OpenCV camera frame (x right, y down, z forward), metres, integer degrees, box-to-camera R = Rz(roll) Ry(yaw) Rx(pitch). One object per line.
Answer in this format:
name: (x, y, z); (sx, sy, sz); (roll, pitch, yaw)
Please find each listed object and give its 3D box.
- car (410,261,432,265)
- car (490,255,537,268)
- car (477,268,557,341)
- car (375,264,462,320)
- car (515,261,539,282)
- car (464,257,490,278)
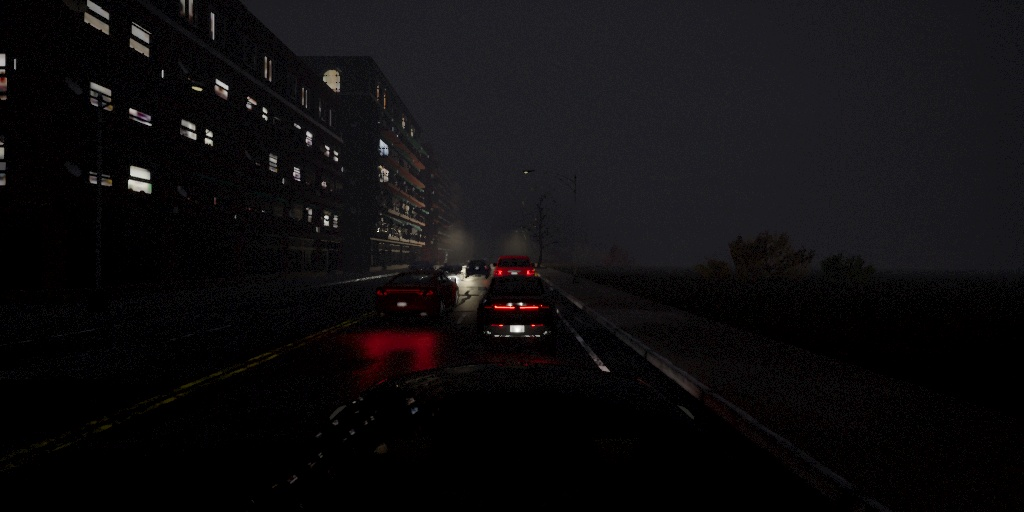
car: (-9.815, 1.231, 38.830); (1.882, 1.535, 5.008); (0, 0, 0)
car: (0.118, 0.974, 20.178); (2.150, 2.045, 5.566); (0, 0, 0)
car: (0.110, 1.256, 9.831); (1.837, 1.490, 4.892); (0, 0, 0)
car: (-3.139, 1.229, 12.697); (1.882, 1.535, 5.008); (0, 0, 0)
car: (1.166, 1.209, 30.585); (1.801, 1.575, 5.366); (0, 0, 0)
car: (-3.122, 1.105, 34.069); (2.097, 1.767, 4.553); (0, 0, 0)
